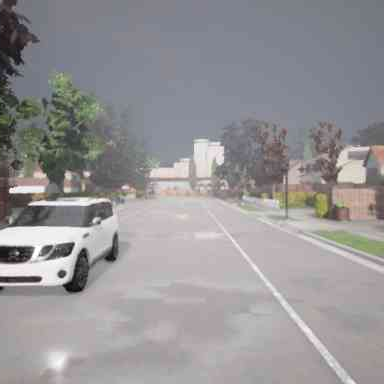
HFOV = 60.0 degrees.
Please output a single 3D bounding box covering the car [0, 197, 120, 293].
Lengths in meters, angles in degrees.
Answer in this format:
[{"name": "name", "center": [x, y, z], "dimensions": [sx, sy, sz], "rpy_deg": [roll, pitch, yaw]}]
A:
[{"name": "car", "center": [-3.498, 1.194, 9.194], "dimensions": [2.150, 2.045, 5.566], "rpy_deg": [0, 0, 0]}]
